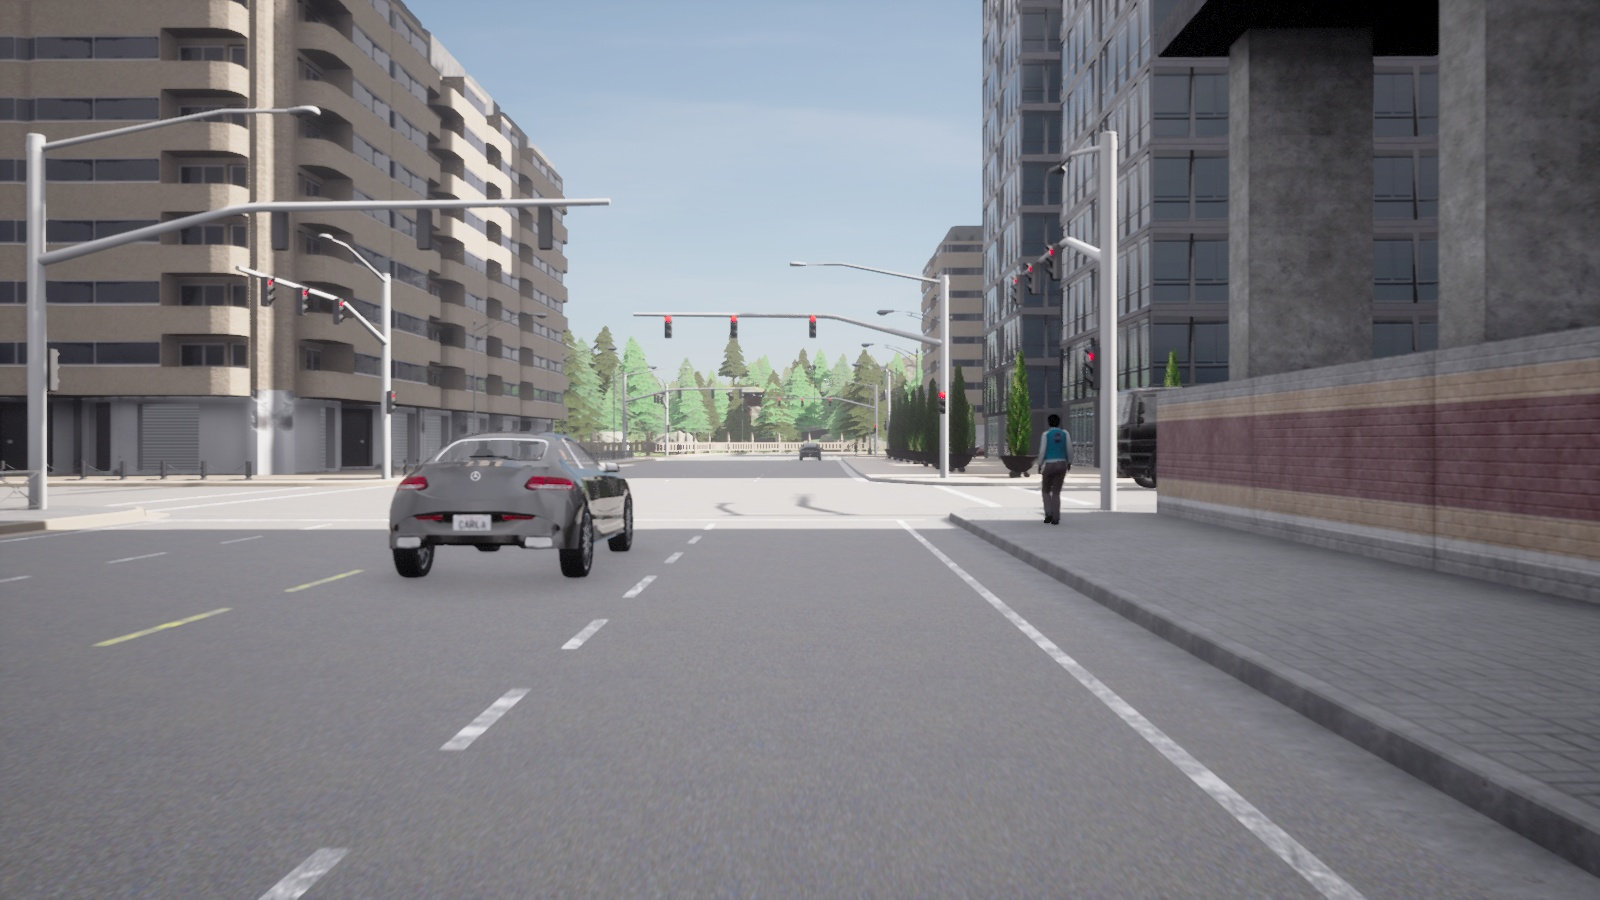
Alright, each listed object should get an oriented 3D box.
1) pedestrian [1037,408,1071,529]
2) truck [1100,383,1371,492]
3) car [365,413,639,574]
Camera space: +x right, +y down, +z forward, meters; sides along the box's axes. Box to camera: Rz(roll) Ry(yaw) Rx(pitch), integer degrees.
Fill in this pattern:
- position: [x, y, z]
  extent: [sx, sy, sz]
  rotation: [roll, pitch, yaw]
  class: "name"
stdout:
- position: [4.113, 0.292, 20.369]
  extent: [0.396, 1.930, 0.692]
  rotation: [0, 0, -2]
  class: "pedestrian"
- position: [14.182, -0.402, 41.381]
  extent: [7.936, 3.462, 2.891]
  rotation: [0, 0, 1]
  class: "truck"
- position: [-3.396, 0.435, 15.473]
  extent: [2.152, 1.651, 5.027]
  rotation: [0, 0, 0]
  class: "car"
